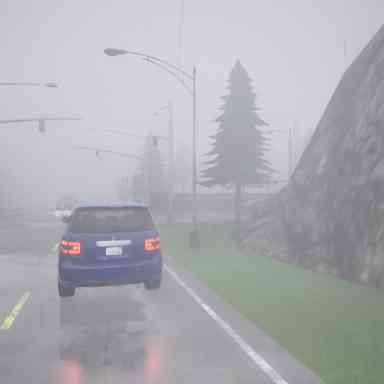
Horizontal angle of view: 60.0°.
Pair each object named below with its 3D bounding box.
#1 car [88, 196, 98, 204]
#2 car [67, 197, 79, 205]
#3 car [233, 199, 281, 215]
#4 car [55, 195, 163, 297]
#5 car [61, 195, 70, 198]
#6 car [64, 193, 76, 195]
[{"bbox_3d":[-19.240,1.526,64.582,1.812,1.442,4.674,0,0,-17],"label":"car"},{"bbox_3d":[-22.183,1.564,62.101,1.994,1.385,4.181,0,0,-17],"label":"car"},{"bbox_3d":[6.511,1.505,33.284,4.892,1.490,1.837,0,0,-18],"label":"car"},{"bbox_3d":[-2.248,1.221,8.924,2.150,2.045,5.566,0,0,-16],"label":"car"},{"bbox_3d":[-16.394,1.492,42.874,2.128,1.511,4.902,0,0,-17],"label":"car"},{"bbox_3d":[-19.292,1.221,52.417,2.150,2.045,5.566,0,0,-17],"label":"car"}]
